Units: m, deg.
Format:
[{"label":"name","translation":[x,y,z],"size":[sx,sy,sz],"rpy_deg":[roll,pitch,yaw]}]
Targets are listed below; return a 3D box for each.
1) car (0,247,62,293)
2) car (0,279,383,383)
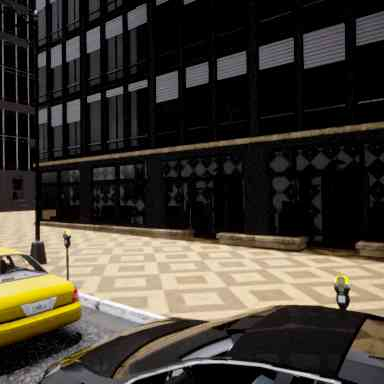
[{"label":"car","translation":[-3.957,1.527,5.877],"size":[4.829,1.417,1.752],"rpy_deg":[0,-1,35]},{"label":"car","translation":[0.677,1.566,2.363],"size":[4.313,1.339,1.947],"rpy_deg":[0,-1,35]}]
